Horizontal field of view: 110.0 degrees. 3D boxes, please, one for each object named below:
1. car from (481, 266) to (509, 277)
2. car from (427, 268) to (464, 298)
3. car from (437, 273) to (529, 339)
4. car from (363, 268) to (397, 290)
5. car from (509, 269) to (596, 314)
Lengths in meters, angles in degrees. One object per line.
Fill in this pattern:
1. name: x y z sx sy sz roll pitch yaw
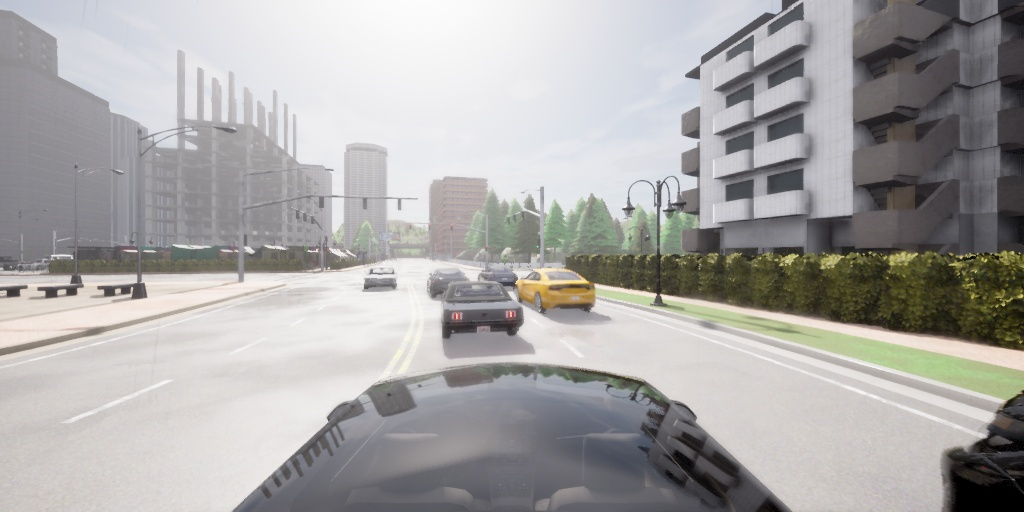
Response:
1. car: -0.956 1.314 22.975 1.994 1.385 4.181 0 0 -15
2. car: -3.327 1.314 18.642 1.994 1.385 4.181 0 0 -16
3. car: -1.080 1.351 10.175 1.895 1.301 4.718 0 0 -12
4. car: -8.297 1.416 22.849 1.895 1.301 4.718 0 0 -17
5. car: 1.492 1.228 14.051 1.882 1.535 5.008 0 0 -14
